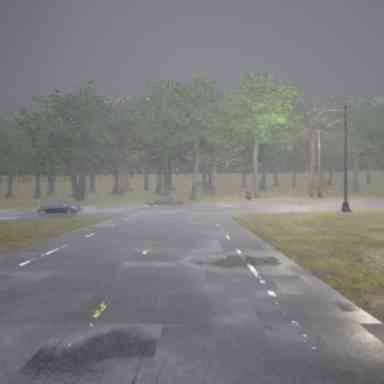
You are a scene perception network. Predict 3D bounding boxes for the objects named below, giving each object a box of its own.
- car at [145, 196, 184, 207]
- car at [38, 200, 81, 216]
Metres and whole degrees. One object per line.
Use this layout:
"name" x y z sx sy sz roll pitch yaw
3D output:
"car" -3.753 1.201 45.570 5.357 1.411 2.033 -2 2 -1
"car" -15.253 1.744 38.461 4.553 1.767 2.097 -1 3 0
